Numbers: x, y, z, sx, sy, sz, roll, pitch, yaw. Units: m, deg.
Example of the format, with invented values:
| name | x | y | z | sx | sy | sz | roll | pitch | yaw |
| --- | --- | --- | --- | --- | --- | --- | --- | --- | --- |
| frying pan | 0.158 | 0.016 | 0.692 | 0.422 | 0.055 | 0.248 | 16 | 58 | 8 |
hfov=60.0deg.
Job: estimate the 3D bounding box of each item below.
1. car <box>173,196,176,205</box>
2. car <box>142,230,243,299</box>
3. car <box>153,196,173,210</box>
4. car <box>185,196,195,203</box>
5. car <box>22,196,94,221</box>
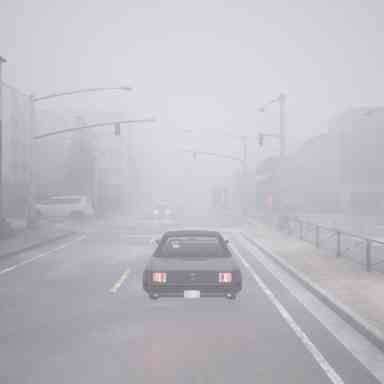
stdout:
| name | x | y | z | sx | sy | sz | roll | pitch | yaw |
| --- | --- | --- | --- | --- | --- | --- | --- | --- | --- |
| car | -3.965 | 1.505 | 60.828 | 1.837 | 1.490 | 4.892 | 0 | 0 | 0 |
| car | 0.012 | 1.601 | 8.367 | 1.895 | 1.301 | 4.718 | 0 | 0 | 0 |
| car | -3.881 | 1.525 | 43.614 | 1.812 | 1.442 | 4.674 | 0 | 0 | 0 |
| car | -0.433 | 1.491 | 66.649 | 2.128 | 1.511 | 4.902 | 0 | 0 | 0 |
| car | -11.170 | 1.397 | 28.061 | 5.566 | 2.045 | 2.150 | 0 | 1 | -11 |
